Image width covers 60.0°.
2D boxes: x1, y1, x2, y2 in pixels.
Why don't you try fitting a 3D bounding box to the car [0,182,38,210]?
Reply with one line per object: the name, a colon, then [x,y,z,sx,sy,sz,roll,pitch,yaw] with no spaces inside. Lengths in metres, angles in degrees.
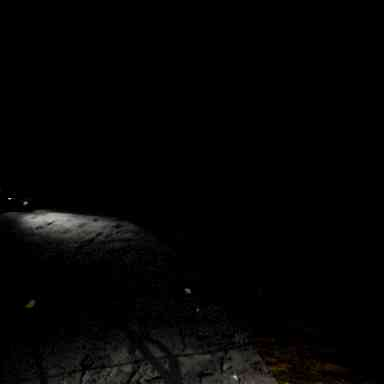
car: [-11.489,0.157,20.953,4.902,1.511,2.128,7,7,41]
